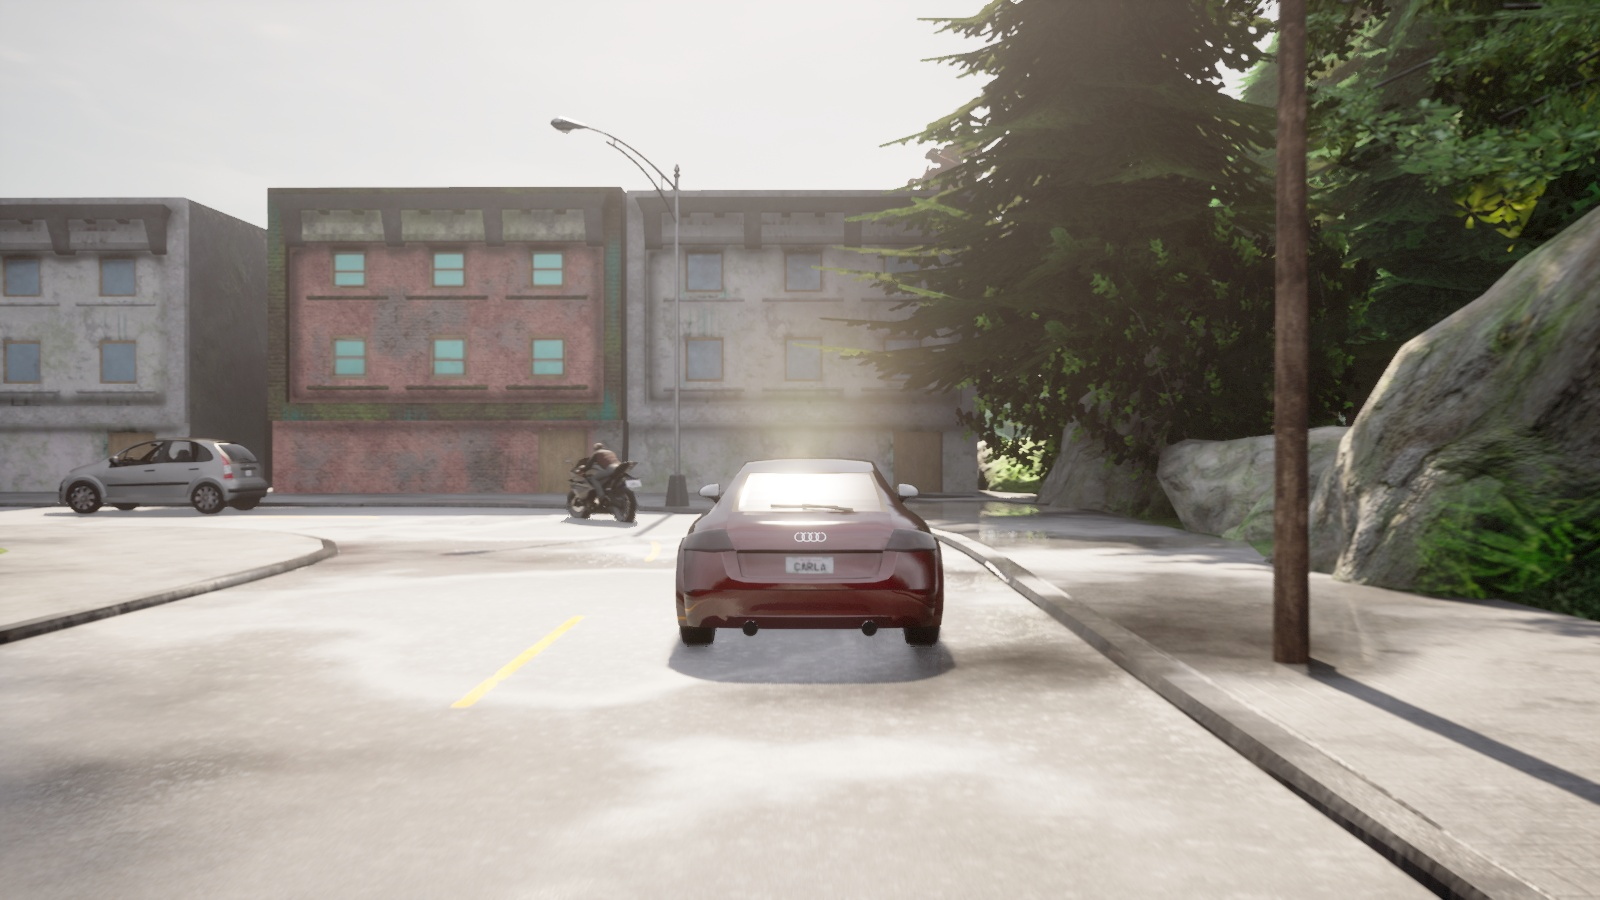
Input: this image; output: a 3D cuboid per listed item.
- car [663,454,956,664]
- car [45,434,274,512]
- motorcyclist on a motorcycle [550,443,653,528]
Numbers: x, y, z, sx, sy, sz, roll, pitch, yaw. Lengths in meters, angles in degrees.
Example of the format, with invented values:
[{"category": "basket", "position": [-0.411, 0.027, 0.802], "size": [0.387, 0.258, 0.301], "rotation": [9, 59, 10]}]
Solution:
[{"category": "car", "position": [0.075, 0.748, 10.644], "size": [1.994, 1.385, 4.181], "rotation": [0, 0, 0]}, {"category": "car", "position": [-13.729, 0.474, 27.055], "size": [3.988, 1.617, 1.851], "rotation": [0, 0, 3]}, {"category": "motorcyclist on a motorcycle", "position": [-3.819, 0.640, 24.011], "size": [0.866, 1.530, 2.191], "rotation": [-2, 1, -42]}]
